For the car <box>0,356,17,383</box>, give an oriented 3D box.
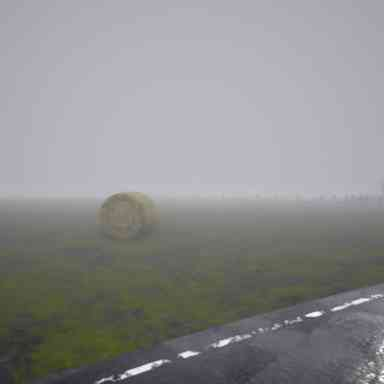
[{"bbox_3d":[-2.926,1.593,0.790,4.718,1.301,1.895,0,0,-36],"label":"car"}]
